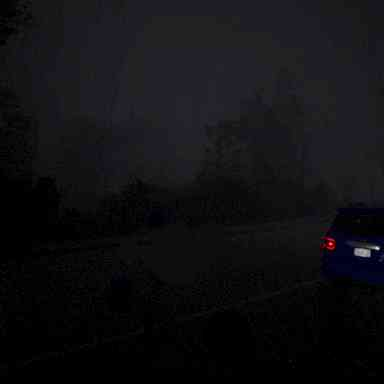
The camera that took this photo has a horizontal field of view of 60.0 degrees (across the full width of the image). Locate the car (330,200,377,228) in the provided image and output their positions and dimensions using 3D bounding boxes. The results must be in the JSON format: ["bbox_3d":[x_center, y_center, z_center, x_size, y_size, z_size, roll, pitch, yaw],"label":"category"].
[{"bbox_3d":[12.276,1.566,25.135,2.097,1.767,4.553,0,0,41],"label":"car"}]

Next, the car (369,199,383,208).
[{"bbox_3d":[33.285,1.993,60.062,1.837,1.490,4.892,0,0,21],"label":"car"}]

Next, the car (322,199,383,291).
[{"bbox_3d":[5.384,1.302,8.213,5.566,2.045,2.150,1,0,-40],"label":"car"}]
